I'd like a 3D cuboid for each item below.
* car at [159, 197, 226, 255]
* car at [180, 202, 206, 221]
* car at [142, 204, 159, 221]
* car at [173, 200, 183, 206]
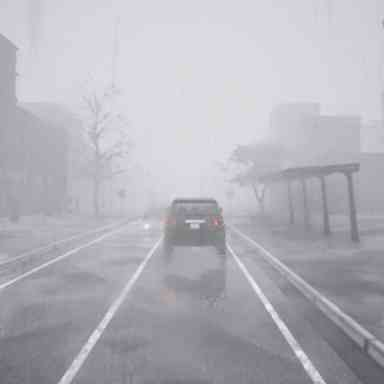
[{"bbox_3d":[0.099,1.232,13.517,2.150,2.045,5.566,0,-1,0],"label":"car"},{"bbox_3d":[0.100,1.714,29.993,2.128,1.511,4.902,0,-1,0],"label":"car"},{"bbox_3d":[-3.095,1.774,29.047,1.994,1.385,4.181,0,-1,0],"label":"car"},{"bbox_3d":[-2.993,2.266,69.715,1.895,1.301,4.718,0,0,0],"label":"car"}]
